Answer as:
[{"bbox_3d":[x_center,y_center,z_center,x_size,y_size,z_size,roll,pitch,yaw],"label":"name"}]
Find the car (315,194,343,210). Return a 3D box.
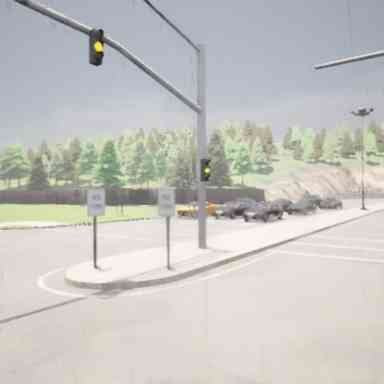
[{"bbox_3d":[18.617,1.448,44.581,2.097,1.767,4.553,-1,0,36],"label":"car"}]

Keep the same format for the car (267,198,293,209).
[{"bbox_3d":[12.956,1.637,48.679,1.882,1.535,5.008,-1,0,36],"label":"car"}]

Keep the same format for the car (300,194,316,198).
[{"bbox_3d":[17.244,1.347,48.625,2.150,2.045,5.566,-1,0,36],"label":"car"}]

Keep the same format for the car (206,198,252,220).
[{"bbox_3d":[3.718,1.622,30.101,2.128,1.511,4.902,-1,0,36],"label":"car"}]

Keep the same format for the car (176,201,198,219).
[{"bbox_3d":[0.505,1.640,31.630,1.882,1.535,5.008,-1,0,36],"label":"car"}]

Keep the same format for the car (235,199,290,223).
[{"bbox_3d":[5.831,1.590,27.069,2.128,1.511,4.902,-1,0,36],"label":"car"}]

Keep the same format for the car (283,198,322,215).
[{"bbox_3d":[11.575,1.645,34.951,2.033,1.411,5.357,-1,0,36],"label":"car"}]

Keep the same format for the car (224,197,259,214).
[{"bbox_3d":[5.882,1.513,39.007,2.097,1.767,4.553,-1,0,36],"label":"car"}]
